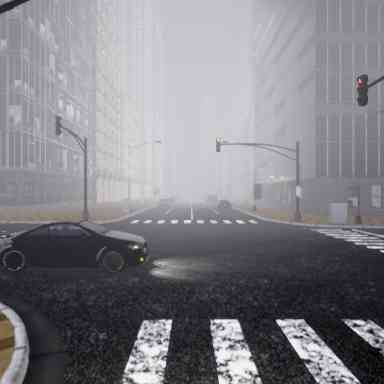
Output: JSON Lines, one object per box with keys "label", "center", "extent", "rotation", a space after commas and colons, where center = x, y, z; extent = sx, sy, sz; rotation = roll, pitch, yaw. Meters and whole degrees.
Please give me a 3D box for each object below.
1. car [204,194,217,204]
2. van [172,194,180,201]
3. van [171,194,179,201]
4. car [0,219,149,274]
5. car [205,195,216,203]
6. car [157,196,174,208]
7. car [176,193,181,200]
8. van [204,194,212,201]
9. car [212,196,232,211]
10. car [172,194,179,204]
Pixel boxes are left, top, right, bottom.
{"label": "car", "center": [3.841, 1.330, 63.954], "extent": [2.192, 1.841, 5.009], "rotation": [0, 0, 0]}
{"label": "van", "center": [-4.113, 1.338, 86.038], "extent": [1.690, 1.788, 3.998], "rotation": [0, 0, 0]}
{"label": "van", "center": [-4.094, 1.342, 80.511], "extent": [1.690, 1.788, 3.998], "rotation": [0, 0, 0]}
{"label": "car", "center": [-3.408, 1.532, 9.942], "extent": [4.181, 1.385, 1.994], "rotation": [1, 0, -3]}
{"label": "car", "center": [3.823, 1.451, 69.482], "extent": [1.967, 1.590, 4.097], "rotation": [0, 0, 0]}
{"label": "car", "center": [-3.984, 1.605, 47.345], "extent": [1.802, 1.307, 4.206], "rotation": [0, 0, 0]}
{"label": "car", "center": [-4.076, 1.446, 74.984], "extent": [1.967, 1.590, 4.097], "rotation": [0, 0, 0]}
{"label": "van", "center": [3.786, 1.342, 80.537], "extent": [1.690, 1.788, 3.998], "rotation": [0, 0, 0]}
{"label": "car", "center": [3.964, 1.590, 41.845], "extent": [1.947, 1.339, 4.313], "rotation": [0, 0, 0]}
{"label": "car", "center": [-4.039, 1.581, 63.928], "extent": [1.947, 1.339, 4.313], "rotation": [0, 0, 0]}
